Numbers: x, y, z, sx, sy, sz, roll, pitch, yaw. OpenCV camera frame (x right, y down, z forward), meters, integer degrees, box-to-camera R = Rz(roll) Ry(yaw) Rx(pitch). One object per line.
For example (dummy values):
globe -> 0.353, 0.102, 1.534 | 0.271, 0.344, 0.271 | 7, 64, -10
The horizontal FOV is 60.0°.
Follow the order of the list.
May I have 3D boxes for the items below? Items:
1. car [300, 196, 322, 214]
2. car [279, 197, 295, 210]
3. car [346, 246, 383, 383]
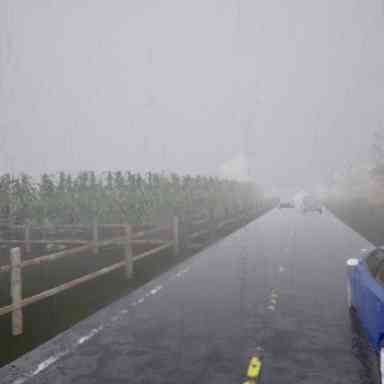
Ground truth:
car -> 12.339, 1.452, 34.278 | 2.033, 1.411, 5.357 | -2, -1, 19
car -> 12.346, 1.458, 43.265 | 1.882, 1.535, 5.008 | -2, 0, 18
car -> 3.278, 1.413, 4.415 | 1.882, 1.535, 5.008 | -2, -1, 18
